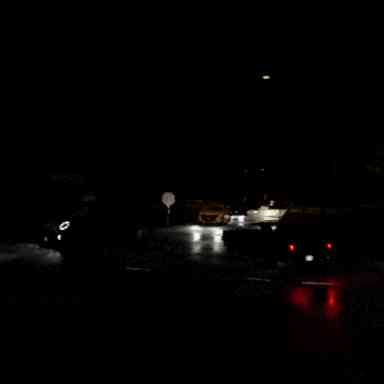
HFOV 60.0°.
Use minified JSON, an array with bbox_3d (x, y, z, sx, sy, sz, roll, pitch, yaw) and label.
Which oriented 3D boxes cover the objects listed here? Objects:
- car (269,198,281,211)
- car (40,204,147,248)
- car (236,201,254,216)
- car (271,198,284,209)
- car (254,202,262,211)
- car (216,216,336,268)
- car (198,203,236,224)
[{"bbox_3d":[13.462,2.246,53.771,2.128,1.511,4.902,2,0,17],"label":"car"},{"bbox_3d":[-4.248,1.338,14.855,2.097,1.767,4.553,1,-1,43],"label":"car"},{"bbox_3d":[5.436,1.968,37.860,1.994,1.385,4.181,2,0,17],"label":"car"},{"bbox_3d":[16.629,2.151,64.242,2.150,2.045,5.566,2,0,17],"label":"car"},{"bbox_3d":[9.515,2.162,50.808,2.033,1.411,5.357,2,0,18],"label":"car"},{"bbox_3d":[2.746,1.718,11.884,1.895,1.301,4.718,1,-2,-18],"label":"car"},{"bbox_3d":[1.929,1.710,26.579,1.882,1.535,5.008,2,0,17],"label":"car"}]
